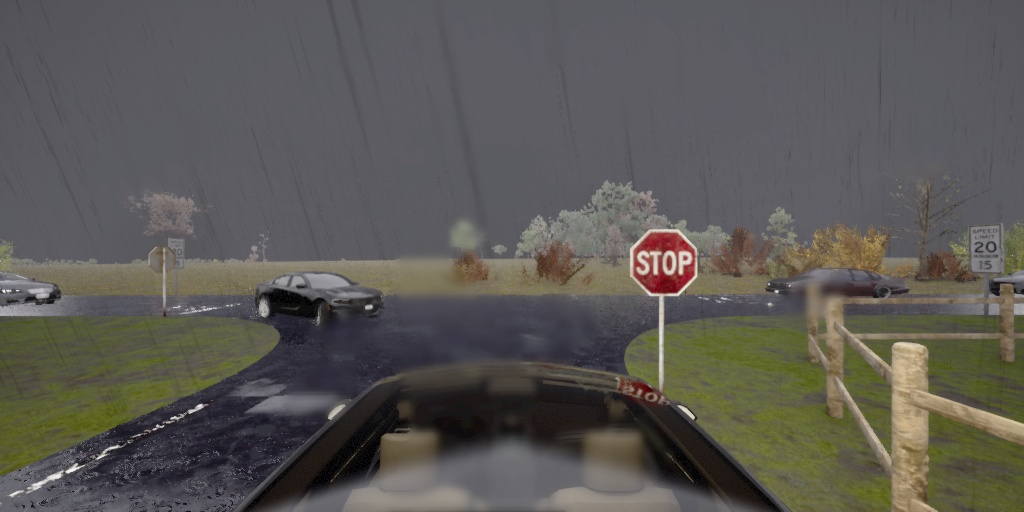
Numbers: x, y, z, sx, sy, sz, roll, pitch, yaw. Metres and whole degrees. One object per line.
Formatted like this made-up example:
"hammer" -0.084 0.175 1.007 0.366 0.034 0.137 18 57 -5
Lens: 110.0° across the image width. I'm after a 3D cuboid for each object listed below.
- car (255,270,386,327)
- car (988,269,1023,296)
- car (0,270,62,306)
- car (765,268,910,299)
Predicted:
"car" -6.281 1.238 11.643 5.008 1.535 1.882 -1 -1 30
"car" 25.021 1.192 16.488 4.892 1.490 1.837 0 0 1
"car" -20.651 1.296 13.926 4.902 1.511 2.128 0 0 0
"car" 14.909 1.256 16.579 5.357 1.411 2.033 0 0 0
